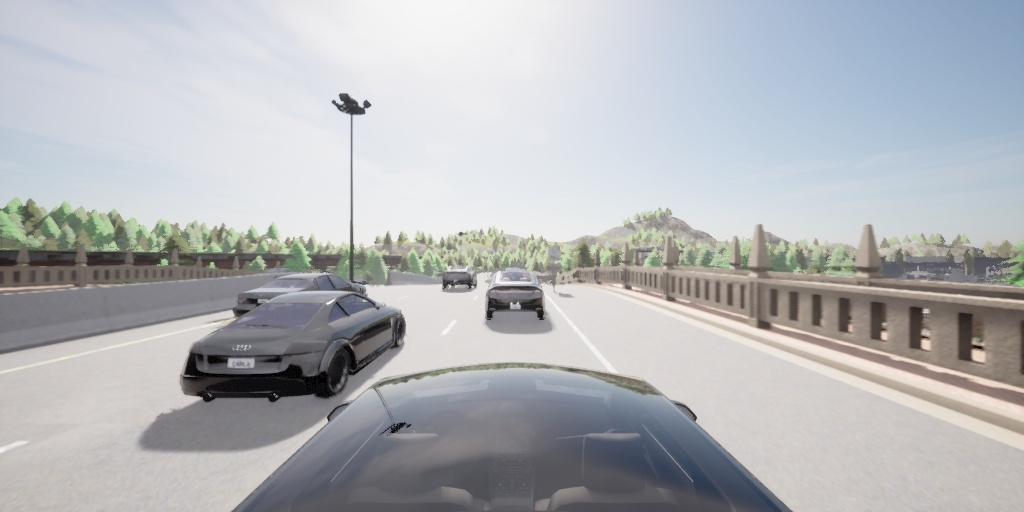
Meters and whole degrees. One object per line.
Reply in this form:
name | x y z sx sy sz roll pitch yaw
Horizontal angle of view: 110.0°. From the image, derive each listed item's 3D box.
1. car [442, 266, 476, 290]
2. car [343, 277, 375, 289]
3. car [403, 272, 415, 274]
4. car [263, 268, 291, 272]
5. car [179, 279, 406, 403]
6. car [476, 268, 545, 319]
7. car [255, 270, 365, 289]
car | -3.402 1.404 23.969 2.128 1.511 4.902 0 -2 0
car | -21.002 3.716 49.388 2.033 1.411 5.357 0 -7 0
car | -14.009 3.070 46.858 2.150 2.045 5.566 0 -8 0
car | -17.584 1.602 26.919 1.994 1.385 4.181 0 -3 0
car | -3.400 1.314 6.513 1.994 1.385 4.181 0 0 0
car | 0.098 1.242 12.694 2.128 1.511 4.902 0 0 0
car | -6.900 1.298 12.435 2.033 1.411 5.357 0 0 0
